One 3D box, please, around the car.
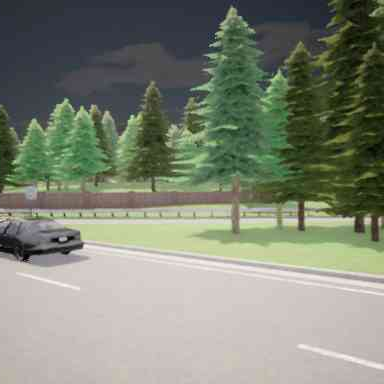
[{"bbox_3d":[-6.401,1.678,12.800,5.357,1.411,2.033,-1,0,36],"label":"car"}]
